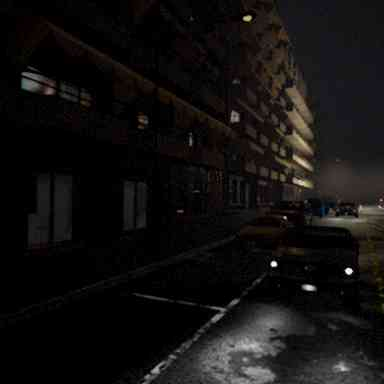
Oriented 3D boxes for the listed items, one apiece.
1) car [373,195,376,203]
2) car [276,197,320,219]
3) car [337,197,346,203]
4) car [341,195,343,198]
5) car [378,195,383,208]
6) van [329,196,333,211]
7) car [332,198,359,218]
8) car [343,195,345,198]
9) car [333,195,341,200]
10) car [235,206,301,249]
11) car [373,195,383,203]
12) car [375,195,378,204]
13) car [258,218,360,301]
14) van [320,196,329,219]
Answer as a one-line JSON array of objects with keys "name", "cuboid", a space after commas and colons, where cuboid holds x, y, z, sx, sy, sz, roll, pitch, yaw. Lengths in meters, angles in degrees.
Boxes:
[{"name": "car", "cuboid": [39.910, 1.850, 70.203, 1.802, 1.307, 4.206, 1, 0, 27]}, {"name": "car", "cuboid": [5.789, 1.355, 19.300, 2.192, 1.841, 5.009, 2, 1, 27]}, {"name": "car", "cuboid": [35.378, 1.851, 78.702, 1.887, 1.381, 4.507, 1, 0, 27]}, {"name": "car", "cuboid": [20.586, 1.459, 48.999, 2.192, 1.841, 5.009, 2, 0, 27]}, {"name": "car", "cuboid": [30.048, 1.474, 50.398, 2.192, 1.841, 5.009, 1, 0, 27]}, {"name": "van", "cuboid": [13.187, 1.425, 34.150, 1.690, 1.788, 3.998, 2, 1, 27]}, {"name": "car", "cuboid": [14.402, 1.600, 30.891, 1.812, 1.442, 4.674, 0, 0, 26]}, {"name": "car", "cuboid": [25.514, 1.756, 58.903, 1.947, 1.339, 4.313, 1, 0, 27]}, {"name": "car", "cuboid": [18.120, 1.438, 44.050, 2.192, 1.841, 5.009, 2, 0, 27]}, {"name": "car", "cuboid": [3.241, 1.554, 14.199, 1.752, 1.417, 4.829, 2, 1, 27]}, {"name": "car", "cuboid": [44.848, 1.649, 80.104, 2.192, 1.841, 5.009, 1, 0, 27]}, {"name": "car", "cuboid": [34.979, 1.650, 60.301, 1.967, 1.590, 4.097, 1, 0, 27]}, {"name": "car", "cuboid": [3.334, 1.617, 8.673, 1.895, 1.301, 4.718, 0, 0, 26]}, {"name": "van", "cuboid": [10.720, 1.408, 29.198, 1.690, 1.788, 3.998, 2, 1, 27]}]
